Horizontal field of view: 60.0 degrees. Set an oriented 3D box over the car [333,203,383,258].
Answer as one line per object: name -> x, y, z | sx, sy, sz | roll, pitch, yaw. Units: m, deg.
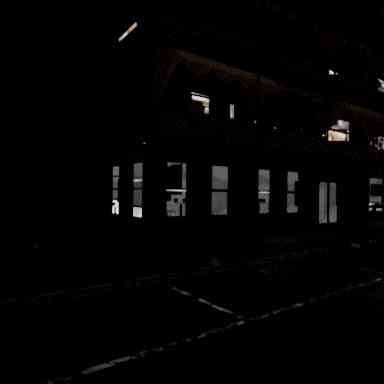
car -> 7.023, 1.318, 11.578 | 5.009, 1.841, 2.192 | 0, 1, -36
